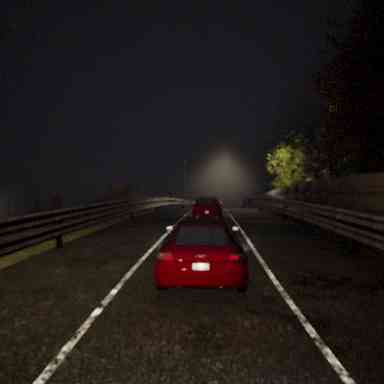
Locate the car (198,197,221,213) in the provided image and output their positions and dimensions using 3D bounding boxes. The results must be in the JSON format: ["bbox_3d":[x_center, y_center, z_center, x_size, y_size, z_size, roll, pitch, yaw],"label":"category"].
[{"bbox_3d":[1.683,1.162,31.681,2.033,1.411,5.357,0,-1,3],"label":"car"}]

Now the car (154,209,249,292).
[{"bbox_3d":[0.261,1.355,8.385,1.994,1.385,4.181,0,1,3],"label":"car"}]

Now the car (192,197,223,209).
[{"bbox_3d":[1.033,1.048,22.463,1.882,1.535,5.008,0,0,3],"label":"car"}]

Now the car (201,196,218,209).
[{"bbox_3d":[2.233,1.318,41.552,1.882,1.535,5.008,0,-2,5],"label":"car"}]
